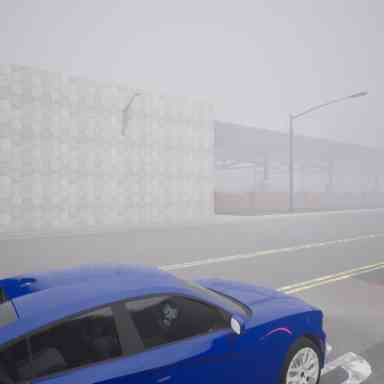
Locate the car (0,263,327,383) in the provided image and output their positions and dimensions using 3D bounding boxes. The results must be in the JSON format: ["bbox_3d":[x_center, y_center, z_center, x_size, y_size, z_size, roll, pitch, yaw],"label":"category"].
[{"bbox_3d":[-0.691,1.478,3.256,5.008,1.535,1.882,0,0,-36],"label":"car"}]
